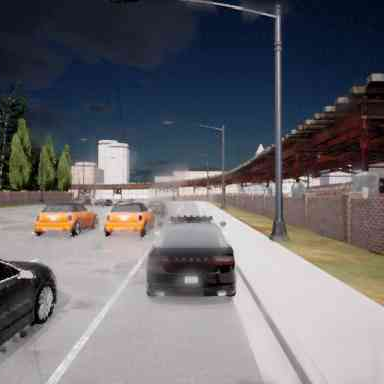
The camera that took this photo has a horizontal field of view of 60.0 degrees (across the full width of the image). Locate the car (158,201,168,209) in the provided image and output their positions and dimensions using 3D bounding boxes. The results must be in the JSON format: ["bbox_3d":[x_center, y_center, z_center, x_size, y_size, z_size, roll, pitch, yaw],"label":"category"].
[{"bbox_3d":[-3.369,1.561,31.542,2.033,1.411,5.357,0,0,0],"label":"car"}]

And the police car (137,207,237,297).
[{"bbox_3d":[-0.012,1.428,8.762,1.930,1.638,5.238,0,0,0],"label":"police car"}]

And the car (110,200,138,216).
[{"bbox_3d":[-6.849,1.579,33.856,1.994,1.385,4.181,0,0,1],"label":"car"}]

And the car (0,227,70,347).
[{"bbox_3d":[-3.395,1.508,4.192,1.837,1.490,4.892,0,0,0],"label":"car"}]

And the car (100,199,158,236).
[{"bbox_3d":[-3.352,1.359,18.617,2.097,1.767,4.553,0,0,1],"label":"car"}]

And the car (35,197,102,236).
[{"bbox_3d":[-6.852,1.359,18.624,2.097,1.767,4.553,0,0,0],"label":"car"}]
